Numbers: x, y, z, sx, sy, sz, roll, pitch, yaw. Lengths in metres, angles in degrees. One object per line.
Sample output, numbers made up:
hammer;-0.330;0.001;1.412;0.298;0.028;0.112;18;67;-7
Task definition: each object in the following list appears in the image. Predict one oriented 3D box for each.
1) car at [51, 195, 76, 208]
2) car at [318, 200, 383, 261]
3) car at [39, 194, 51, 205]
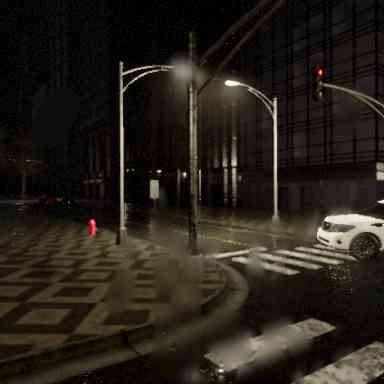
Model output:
car;-16.554;1.268;43.321;1.994;1.385;4.181;0;1;-35
car;7.539;1.275;11.896;5.566;2.045;2.150;1;1;3
car;-22.088;1.102;50.991;1.882;1.535;5.008;0;1;-35
